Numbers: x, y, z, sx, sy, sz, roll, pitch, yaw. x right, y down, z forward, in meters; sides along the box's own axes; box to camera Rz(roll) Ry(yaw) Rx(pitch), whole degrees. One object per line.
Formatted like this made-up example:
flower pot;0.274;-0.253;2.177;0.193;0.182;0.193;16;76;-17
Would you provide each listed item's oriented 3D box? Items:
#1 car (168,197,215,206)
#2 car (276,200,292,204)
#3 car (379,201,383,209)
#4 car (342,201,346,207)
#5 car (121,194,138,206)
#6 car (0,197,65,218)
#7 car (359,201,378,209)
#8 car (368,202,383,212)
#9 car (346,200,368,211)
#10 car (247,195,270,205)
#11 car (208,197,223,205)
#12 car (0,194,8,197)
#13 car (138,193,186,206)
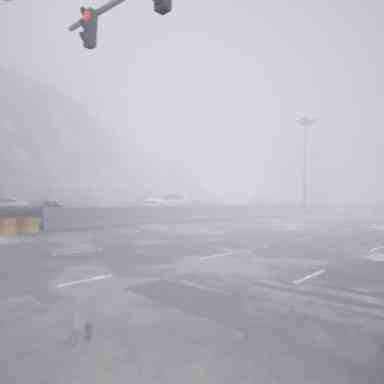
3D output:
car;-0.010;1.541;34.719;1.994;1.385;4.181;2;0;41
car;14.936;2.021;54.038;2.033;1.411;5.357;2;0;30
car;38.300;2.613;64.974;1.812;1.442;4.674;2;0;12
car;31.565;2.401;66.870;2.033;1.411;5.357;2;0;12
car;-6.882;1.092;42.746;2.097;1.767;4.553;2;0;42
car;-10.615;1.225;22.746;1.895;1.301;4.718;2;0;42
car;34.937;2.571;65.952;1.895;1.301;4.718;2;0;12
car;31.543;2.513;56.051;1.882;1.535;5.008;2;0;20
car;28.085;2.465;56.803;2.033;1.411;5.357;2;0;20
car;10.880;1.559;53.920;2.150;2.045;5.566;2;0;32
car;3.364;1.558;55.275;1.882;1.535;5.008;2;0;34
car;-14.085;1.032;24.104;1.812;1.442;4.674;2;0;42
car;-2.846;1.101;36.759;2.150;2.045;5.566;2;0;42
